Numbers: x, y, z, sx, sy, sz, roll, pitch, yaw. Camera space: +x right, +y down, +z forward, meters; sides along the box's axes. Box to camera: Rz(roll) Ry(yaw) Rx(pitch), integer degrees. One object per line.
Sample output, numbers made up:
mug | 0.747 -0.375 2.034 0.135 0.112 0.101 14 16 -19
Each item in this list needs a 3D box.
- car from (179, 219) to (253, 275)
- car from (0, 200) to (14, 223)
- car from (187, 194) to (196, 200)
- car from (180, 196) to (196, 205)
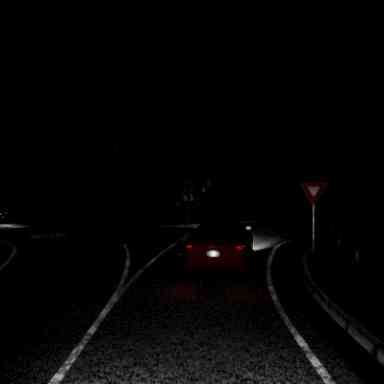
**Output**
car | 0.909 1.551 10.554 1.994 1.385 4.181 0 0 10
car | -13.972 1.367 23.927 1.837 1.490 4.892 -2 2 -24
car | -0.086 1.197 80.891 2.128 1.511 4.902 0 0 1
car | -0.738 1.184 52.665 1.882 1.535 5.008 0 0 -7
